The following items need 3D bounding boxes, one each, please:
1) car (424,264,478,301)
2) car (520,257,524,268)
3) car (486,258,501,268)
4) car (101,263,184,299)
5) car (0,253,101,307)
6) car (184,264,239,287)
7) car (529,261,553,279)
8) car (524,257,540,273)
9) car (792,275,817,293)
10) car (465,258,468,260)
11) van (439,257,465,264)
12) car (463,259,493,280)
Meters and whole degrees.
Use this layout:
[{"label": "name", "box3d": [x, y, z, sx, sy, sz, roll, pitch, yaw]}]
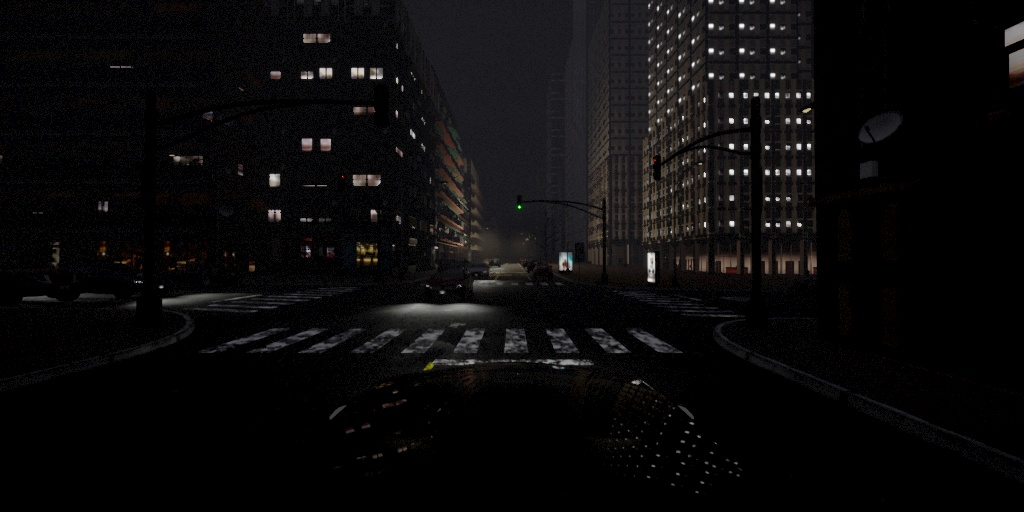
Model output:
[{"label": "car", "box3d": [-2.964, 1.282, 17.610, 1.812, 1.442, 4.674, 0, 0, 0]}, {"label": "car", "box3d": [2.822, 1.221, 60.117, 1.967, 1.591, 4.097, 0, 0, 0]}, {"label": "car", "box3d": [-2.869, 1.244, 60.855, 2.128, 1.511, 4.902, 0, 0, 0]}, {"label": "car", "box3d": [-17.585, 1.033, 15.595, 4.674, 1.442, 1.812, 1, 0, 0]}, {"label": "car", "box3d": [-18.747, 0.784, 12.974, 5.009, 1.841, 2.192, 0, 0, 0]}, {"label": "car", "box3d": [-18.750, 1.104, 21.355, 4.313, 1.339, 1.948, 0, 0, 0]}, {"label": "car", "box3d": [2.761, 1.343, 32.479, 1.802, 1.307, 4.207, 0, 0, 0]}, {"label": "car", "box3d": [2.785, 1.208, 43.535, 1.967, 1.591, 4.097, 0, 0, 0]}, {"label": "car", "box3d": [19.438, 1.644, 21.673, 4.403, 1.370, 2.007, 0, 0, 0]}, {"label": "car", "box3d": [-5.608, 1.079, 38.027, 2.192, 1.841, 5.009, 0, 0, 0]}, {"label": "van", "box3d": [-5.621, 1.102, 32.499, 1.690, 1.789, 3.998, 0, 0, 0]}, {"label": "car", "box3d": [-2.932, 1.296, 31.941, 1.812, 1.442, 4.674, 0, 0, 0]}]
